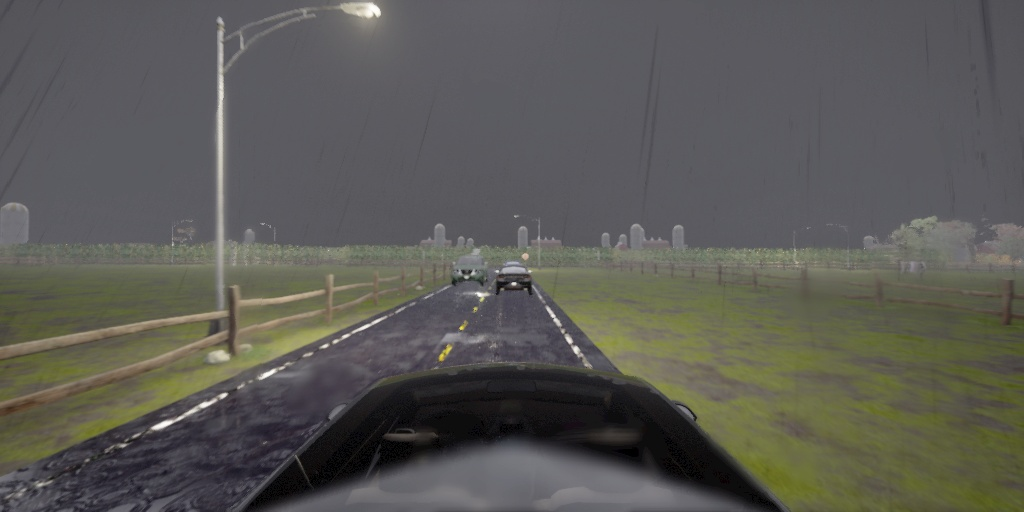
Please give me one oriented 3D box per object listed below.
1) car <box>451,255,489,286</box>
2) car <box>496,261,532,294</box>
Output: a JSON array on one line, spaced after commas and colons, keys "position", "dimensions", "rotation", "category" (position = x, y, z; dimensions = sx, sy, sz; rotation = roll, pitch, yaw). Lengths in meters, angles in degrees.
[{"position": [-2.853, 0.968, 25.220], "dimensions": [2.150, 2.045, 5.566], "rotation": [0, 0, 0], "category": "car"}, {"position": [0.097, 1.226, 20.123], "dimensions": [1.882, 1.535, 5.008], "rotation": [0, 0, 0], "category": "car"}]
